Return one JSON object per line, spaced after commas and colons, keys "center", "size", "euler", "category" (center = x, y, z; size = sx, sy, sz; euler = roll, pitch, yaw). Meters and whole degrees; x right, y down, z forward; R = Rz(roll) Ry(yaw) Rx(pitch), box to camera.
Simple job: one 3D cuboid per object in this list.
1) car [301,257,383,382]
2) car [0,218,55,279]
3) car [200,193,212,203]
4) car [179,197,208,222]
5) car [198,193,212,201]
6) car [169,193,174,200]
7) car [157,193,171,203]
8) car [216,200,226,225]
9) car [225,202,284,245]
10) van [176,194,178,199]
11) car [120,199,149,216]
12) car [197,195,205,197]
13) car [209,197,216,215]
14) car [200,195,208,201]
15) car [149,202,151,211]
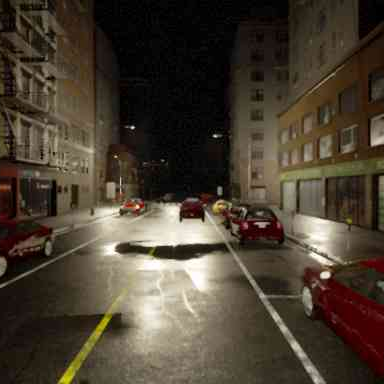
{"center": [2.851, 1.532, 4.412], "size": [1.887, 1.381, 4.507], "euler": [-1, 0, 0], "category": "car"}
{"center": [-5.673, 1.518, 9.910], "size": [1.887, 1.381, 4.507], "euler": [-1, 0, 0], "category": "car"}
{"center": [2.861, 1.206, 69.851], "size": [2.192, 1.841, 5.009], "euler": [-1, 0, 0], "category": "car"}
{"center": [0.005, 1.416, 25.601], "size": [1.882, 1.535, 5.008], "euler": [0, 0, 0], "category": "car"}
{"center": [2.859, 1.211, 64.265], "size": [2.192, 1.841, 5.009], "euler": [-1, 0, 0], "category": "car"}
{"center": [-5.663, 1.411, 75.269], "size": [1.752, 1.417, 4.829], "euler": [-1, 0, 0], "category": "car"}
{"center": [-5.664, 1.462, 64.268], "size": [1.947, 1.339, 4.313], "euler": [-1, 0, 0], "category": "car"}
{"center": [2.852, 1.387, 20.902], "size": [1.967, 1.590, 4.097], "euler": [-1, 0, 0], "category": "car"}
{"center": [2.852, 1.400, 15.405], "size": [1.967, 1.590, 4.097], "euler": [-1, 0, 0], "category": "car"}
{"center": [-5.662, 1.206, 92.197], "size": [1.690, 1.788, 3.998], "euler": [-1, 0, 0], "category": "van"}
{"center": [-5.671, 1.367, 31.898], "size": [1.967, 1.590, 4.097], "euler": [-1, 0, 0], "category": "car"}
{"center": [0.007, 1.413, 35.949], "size": [2.128, 1.511, 4.902], "euler": [0, 0, 0], "category": "car"}
{"center": [2.855, 1.452, 32.067], "size": [1.752, 1.417, 4.829], "euler": [-1, 0, 0], "category": "car"}
{"center": [2.868, 1.404, 81.193], "size": [1.752, 1.417, 4.829], "euler": [-1, 0, 0], "category": "car"}
{"center": [-5.669, 1.485, 37.394], "size": [1.947, 1.339, 4.313], "euler": [-1, 0, 0], "category": "car"}
